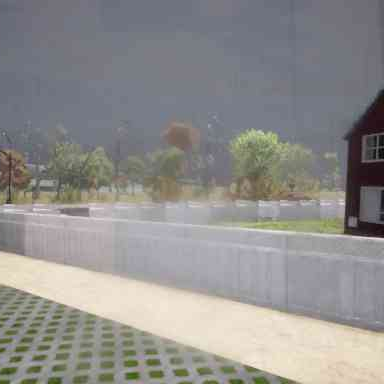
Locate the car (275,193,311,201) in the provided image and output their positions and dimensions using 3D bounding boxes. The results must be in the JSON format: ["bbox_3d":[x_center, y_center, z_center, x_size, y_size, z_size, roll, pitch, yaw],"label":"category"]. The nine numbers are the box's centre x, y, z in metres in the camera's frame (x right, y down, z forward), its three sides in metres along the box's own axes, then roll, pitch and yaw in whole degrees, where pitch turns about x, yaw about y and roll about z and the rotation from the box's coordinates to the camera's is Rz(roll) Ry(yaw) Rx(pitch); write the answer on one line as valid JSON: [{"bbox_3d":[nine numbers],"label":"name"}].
[{"bbox_3d":[13.356,0.949,44.074,5.008,1.535,1.882,0,2,-18],"label":"car"}]
